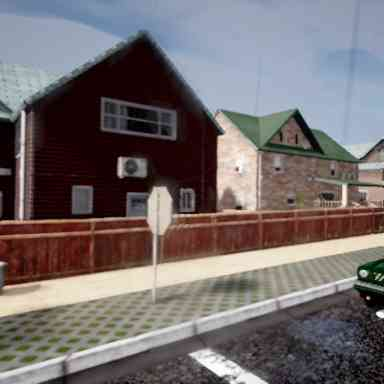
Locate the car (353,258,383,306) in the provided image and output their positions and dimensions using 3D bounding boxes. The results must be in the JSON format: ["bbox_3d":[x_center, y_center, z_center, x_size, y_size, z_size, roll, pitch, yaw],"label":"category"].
[{"bbox_3d":[5.393,1.628,6.924,4.718,1.301,1.895,0,0,-36],"label":"car"}]
